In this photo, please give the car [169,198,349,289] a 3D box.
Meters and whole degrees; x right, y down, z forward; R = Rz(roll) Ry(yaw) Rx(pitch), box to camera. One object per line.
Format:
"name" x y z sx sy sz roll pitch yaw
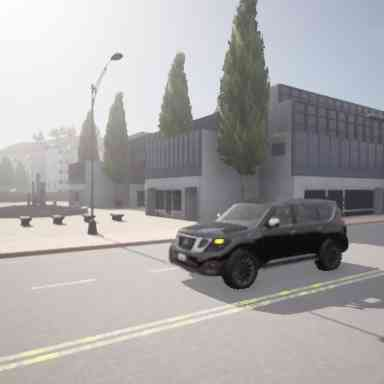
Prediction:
"car" 2.094 1.216 9.447 5.566 2.045 2.150 0 0 -33
